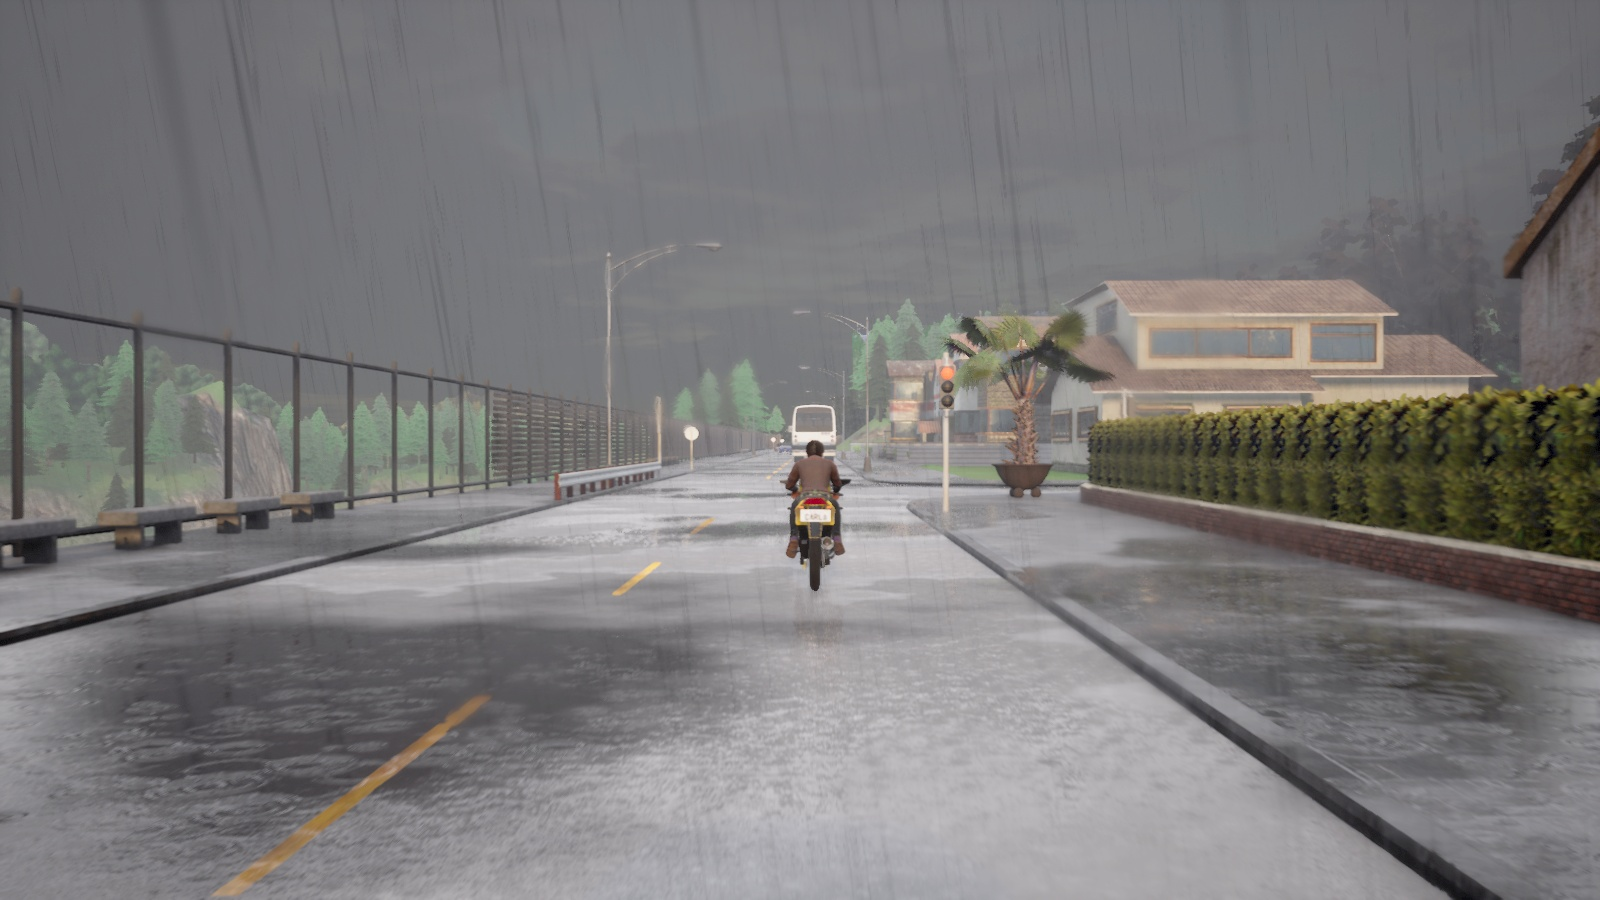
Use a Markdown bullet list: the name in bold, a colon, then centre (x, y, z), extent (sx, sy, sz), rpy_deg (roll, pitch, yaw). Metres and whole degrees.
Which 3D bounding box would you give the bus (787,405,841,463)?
- **bus**: centre (1.049, -1.180, 96.965), extent (3.944, 4.253, 10.273), rpy_deg (0, 0, 1)

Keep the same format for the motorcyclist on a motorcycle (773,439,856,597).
- **motorcyclist on a motorcycle**: centre (0.153, 0.654, 13.162), extent (0.797, 1.523, 2.044), rpy_deg (0, 0, 1)
